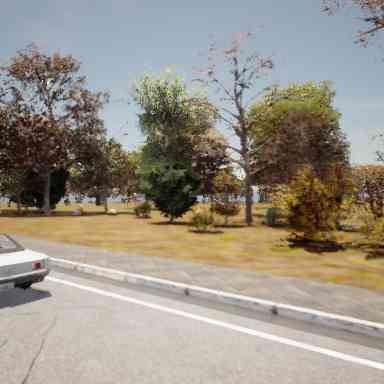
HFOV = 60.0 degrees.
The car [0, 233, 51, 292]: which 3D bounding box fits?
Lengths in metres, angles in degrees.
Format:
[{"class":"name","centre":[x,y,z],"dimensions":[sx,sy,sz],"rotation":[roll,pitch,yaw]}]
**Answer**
[{"class":"car","centre":[-5.505,1.602,7.913],"dimensions":[4.718,1.301,1.895],"rotation":[0,0,35]}]
